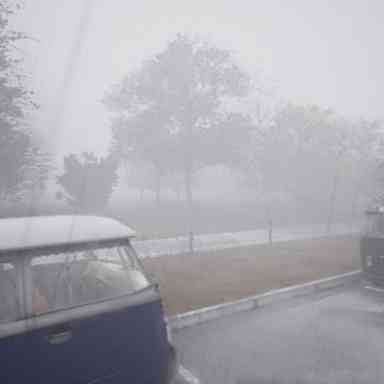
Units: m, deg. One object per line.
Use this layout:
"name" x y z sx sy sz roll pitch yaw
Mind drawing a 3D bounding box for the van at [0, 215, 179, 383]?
"van" -2.156 1.248 2.564 4.442 1.987 1.878 -1 0 -36

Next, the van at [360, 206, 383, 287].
"van" 6.046 1.247 8.201 4.442 1.987 1.878 -1 0 -36
